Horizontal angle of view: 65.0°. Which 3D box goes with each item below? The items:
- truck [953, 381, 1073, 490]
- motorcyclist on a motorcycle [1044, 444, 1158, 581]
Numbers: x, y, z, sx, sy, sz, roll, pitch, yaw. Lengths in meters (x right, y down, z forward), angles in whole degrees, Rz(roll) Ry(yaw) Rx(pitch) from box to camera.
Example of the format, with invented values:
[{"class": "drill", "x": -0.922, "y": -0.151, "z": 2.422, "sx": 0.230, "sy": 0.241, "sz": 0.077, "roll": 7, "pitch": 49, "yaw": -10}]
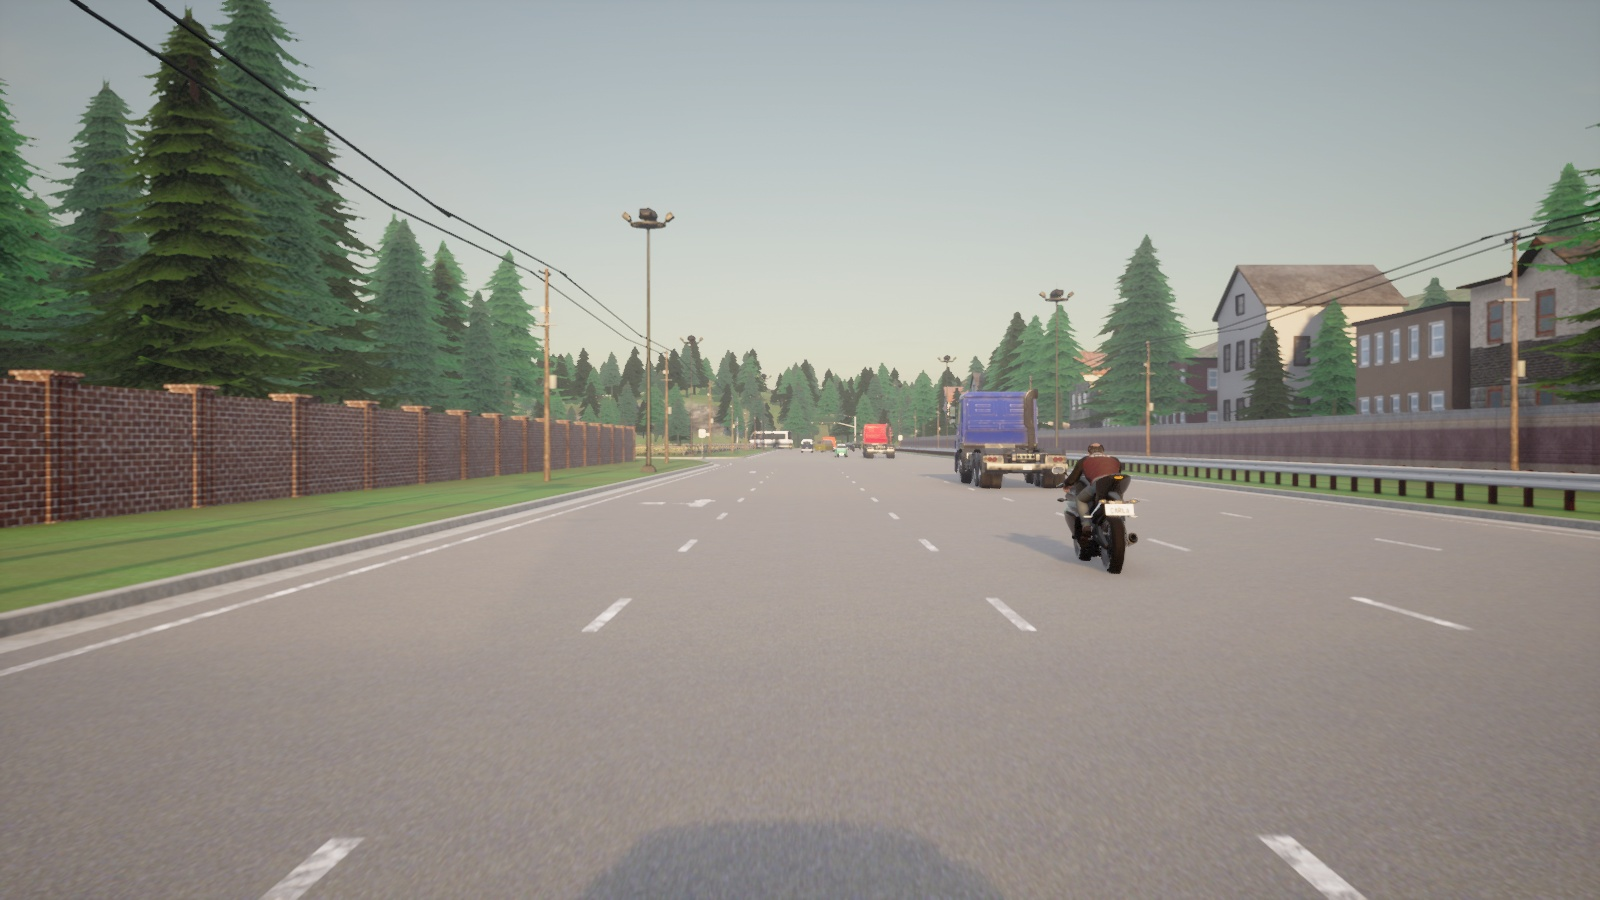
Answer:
[{"class": "truck", "x": 7.267, "y": -0.477, "z": 43.951, "sx": 2.891, "sy": 3.462, "sz": 7.936, "roll": 0, "pitch": 0, "yaw": 0}, {"class": "motorcyclist on a motorcycle", "x": 3.603, "y": 0.699, "z": 15.228, "sx": 0.866, "sy": 1.530, "sz": 2.191, "roll": 0, "pitch": 0, "yaw": 0}]
